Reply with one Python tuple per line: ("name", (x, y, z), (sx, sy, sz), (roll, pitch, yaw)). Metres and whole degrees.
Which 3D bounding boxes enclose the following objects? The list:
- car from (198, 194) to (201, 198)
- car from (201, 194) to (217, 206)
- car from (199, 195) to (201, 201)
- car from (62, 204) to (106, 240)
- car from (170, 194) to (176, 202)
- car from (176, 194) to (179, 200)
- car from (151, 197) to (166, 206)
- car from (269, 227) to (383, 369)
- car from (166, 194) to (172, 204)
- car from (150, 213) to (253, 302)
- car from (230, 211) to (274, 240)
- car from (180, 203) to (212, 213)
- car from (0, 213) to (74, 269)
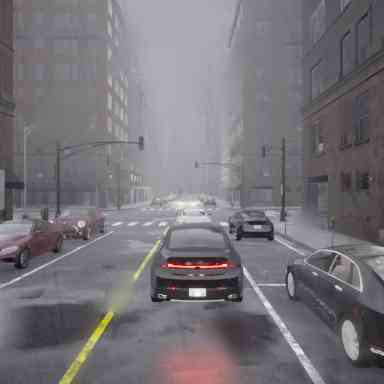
("car", (2.936, 1.524, 75.287), (1.967, 1.590, 4.097), (0, 0, 0))
("car", (2.895, 1.476, 53.651), (1.967, 1.590, 4.097), (0, 0, 0))
("car", (2.917, 1.607, 64.469), (2.008, 1.369, 4.403), (0, 0, 0))
("car", (-5.668, 1.441, 16.562), (1.967, 1.590, 4.097), (0, 0, 0))
("car", (-5.578, 1.626, 80.537), (1.752, 1.417, 4.829), (0, 0, 0))
("car", (-5.558, 1.457, 91.525), (2.192, 1.841, 5.009), (0, 0, 0))
("car", (-5.629, 1.618, 53.665), (1.802, 1.307, 4.206), (0, 0, 0))
("car", (2.856, 1.551, 5.558), (2.008, 1.369, 4.403), (0, 0, 0))
("car", (-5.608, 1.607, 64.482), (2.008, 1.369, 4.403), (0, 0, 0))
("car", (0.099, 1.505, 8.226), (1.837, 1.490, 4.892), (0, 0, 0))
("car", (2.857, 1.567, 16.561), (1.947, 1.339, 4.313), (0, 0, 0))
("car", (0.084, 1.527, 17.373), (1.812, 1.442, 4.674), (0, 0, -1))
("car", (-5.669, 1.582, 11.060), (1.802, 1.307, 4.206), (0, 0, 0))
